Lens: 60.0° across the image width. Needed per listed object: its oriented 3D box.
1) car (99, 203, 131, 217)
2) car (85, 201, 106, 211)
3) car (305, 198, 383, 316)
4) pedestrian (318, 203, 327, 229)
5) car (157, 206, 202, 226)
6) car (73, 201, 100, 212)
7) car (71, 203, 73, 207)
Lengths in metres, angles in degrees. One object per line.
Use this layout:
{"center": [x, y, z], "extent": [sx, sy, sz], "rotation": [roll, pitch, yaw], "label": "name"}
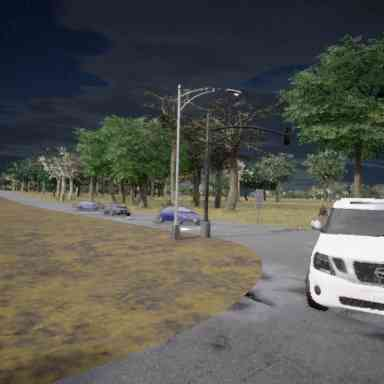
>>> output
{"center": [-8.233, 1.974, 36.427], "extent": [1.994, 1.385, 4.181], "rotation": [3, -2, -34], "label": "car"}
{"center": [-15.816, 2.254, 54.473], "extent": [1.994, 1.385, 4.181], "rotation": [3, -2, -35], "label": "car"}
{"center": [4.053, 1.214, 7.522], "extent": [2.150, 2.045, 5.566], "rotation": [2, 1, 25], "label": "car"}
{"center": [9.311, 1.717, 23.832], "extent": [0.375, 1.860, 0.375], "rotation": [1, -1, -34], "label": "pedestrian"}
{"center": [-1.058, 1.793, 25.688], "extent": [1.812, 1.442, 4.674], "rotation": [3, -2, -34], "label": "car"}
{"center": [-14.575, 2.026, 45.985], "extent": [1.812, 1.442, 4.674], "rotation": [3, -2, -34], "label": "car"}
{"center": [-21.375, 2.308, 62.783], "extent": [1.994, 1.385, 4.181], "rotation": [3, -2, -34], "label": "car"}
